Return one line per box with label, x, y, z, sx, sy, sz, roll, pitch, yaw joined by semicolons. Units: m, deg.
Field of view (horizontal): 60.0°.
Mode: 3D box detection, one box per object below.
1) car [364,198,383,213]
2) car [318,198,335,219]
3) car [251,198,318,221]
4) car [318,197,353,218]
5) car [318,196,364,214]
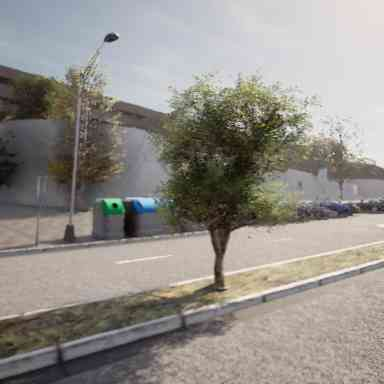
car;18.071;1.436;35.807;4.892;1.521;2.231;0;0;28
car;9.193;1.471;28.025;4.674;1.452;2.002;-1;-1;30
car;6.931;1.433;26.117;4.892;1.521;2.231;-1;0;31
car;11.442;1.430;29.933;5.008;1.535;2.097;-1;0;30
car;13.639;1.306;31.893;4.553;1.767;2.185;0;-1;29
